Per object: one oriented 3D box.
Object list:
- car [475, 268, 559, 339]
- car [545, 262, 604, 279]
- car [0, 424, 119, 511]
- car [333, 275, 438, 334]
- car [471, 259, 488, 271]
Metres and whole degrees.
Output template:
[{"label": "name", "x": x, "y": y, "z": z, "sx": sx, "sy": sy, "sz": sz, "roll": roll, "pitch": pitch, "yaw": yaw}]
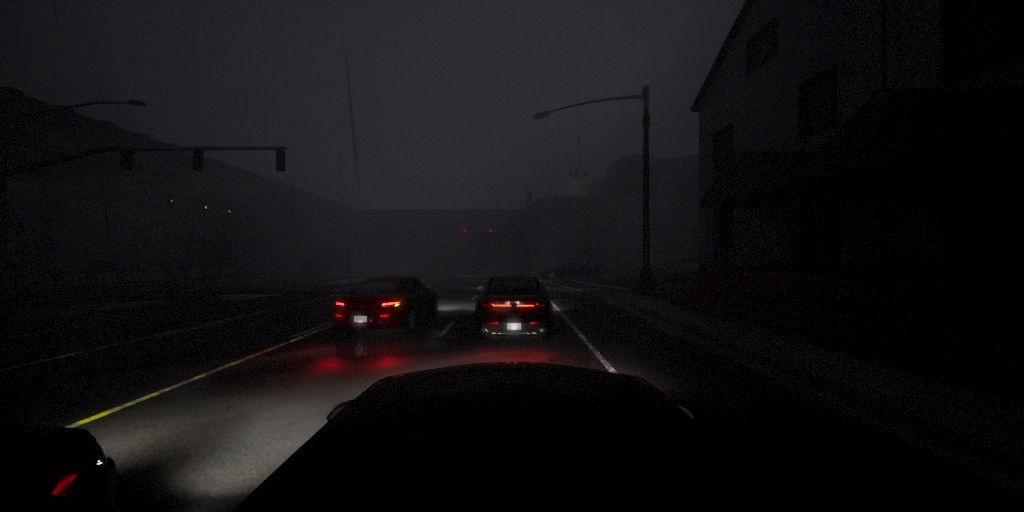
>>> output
[{"label": "car", "x": 0.043, "y": 1.255, "z": 10.068, "sx": 1.837, "sy": 1.490, "sz": 4.892, "roll": 0, "pitch": 0, "yaw": 0}, {"label": "car", "x": 5.003, "y": 1.254, "z": 30.507, "sx": 5.357, "sy": 1.411, "sz": 2.033, "roll": -2, "pitch": 0, "yaw": 2}, {"label": "car", "x": -3.401, "y": 1.255, "z": 0.201, "sx": 1.837, "sy": 1.490, "sz": 4.892, "roll": 0, "pitch": 0, "yaw": 0}, {"label": "car", "x": -3.453, "y": 1.276, "z": 10.483, "sx": 1.812, "sy": 1.442, "sz": 4.674, "roll": 0, "pitch": 0, "yaw": 0}, {"label": "car", "x": -4.325, "y": 1.314, "z": 48.039, "sx": 1.994, "sy": 1.385, "sz": 4.181, "roll": 0, "pitch": 0, "yaw": -2}]
